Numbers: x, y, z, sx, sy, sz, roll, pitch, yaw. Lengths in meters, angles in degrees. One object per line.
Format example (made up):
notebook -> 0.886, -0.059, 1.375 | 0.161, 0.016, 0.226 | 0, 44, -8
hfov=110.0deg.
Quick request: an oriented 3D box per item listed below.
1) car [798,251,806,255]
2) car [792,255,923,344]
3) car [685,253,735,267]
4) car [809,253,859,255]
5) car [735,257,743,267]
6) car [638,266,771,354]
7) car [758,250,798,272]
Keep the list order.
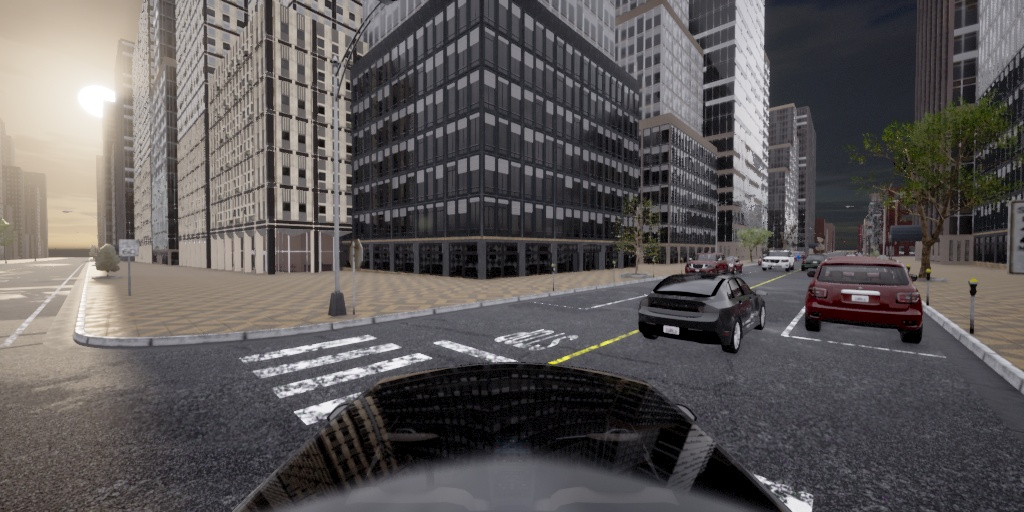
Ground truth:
car -> 30.237, 0.590, 35.576 | 2.097, 1.767, 4.553 | 1, 1, 44
car -> 9.139, 0.971, 9.478 | 2.192, 1.841, 5.009 | 0, 0, 43
car -> 14.780, 0.669, 27.083 | 2.192, 1.841, 5.009 | 0, 0, 43
car -> 12.886, 0.905, 13.583 | 2.192, 1.841, 5.009 | 0, 0, 43
car -> 18.597, 0.730, 31.123 | 1.967, 1.591, 4.097 | 0, 0, 43
car -> 4.759, 1.164, 8.725 | 1.837, 1.490, 4.892 | 1, 1, 43
car -> 26.914, 0.441, 36.169 | 2.150, 2.045, 5.566 | 1, 1, 43
